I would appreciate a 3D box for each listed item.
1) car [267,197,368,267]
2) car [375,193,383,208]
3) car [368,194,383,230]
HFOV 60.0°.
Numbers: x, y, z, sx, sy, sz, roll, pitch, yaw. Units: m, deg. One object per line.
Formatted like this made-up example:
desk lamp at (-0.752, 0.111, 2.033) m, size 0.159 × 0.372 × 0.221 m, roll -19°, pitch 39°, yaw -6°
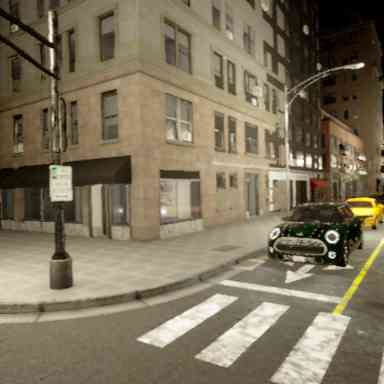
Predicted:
car at (4.115, 1.161, 10.796) m, size 2.097 × 1.767 × 4.553 m, roll -1°, pitch 1°, yaw 34°
car at (20.237, 0.791, 34.292) m, size 1.994 × 1.385 × 4.181 m, roll -1°, pitch 1°, yaw 35°
car at (9.334, 1.095, 18.414) m, size 1.882 × 1.535 × 5.008 m, roll -1°, pitch 1°, yaw 34°
